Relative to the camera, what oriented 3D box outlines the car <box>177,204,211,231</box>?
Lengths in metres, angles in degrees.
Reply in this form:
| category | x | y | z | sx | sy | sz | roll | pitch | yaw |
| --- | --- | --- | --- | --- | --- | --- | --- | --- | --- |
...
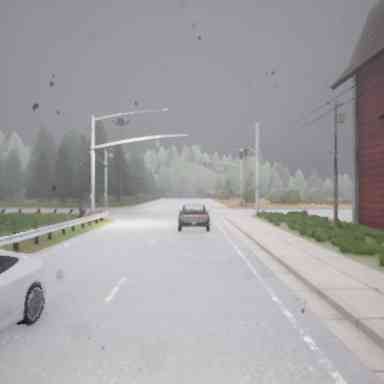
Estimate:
| category | x | y | z | sx | sy | sz | roll | pitch | yaw |
| --- | --- | --- | --- | --- | --- | --- | --- | --- | --- |
| car | 0.112 | 1.454 | 20.070 | 2.128 | 1.511 | 4.902 | 0 | 0 | 0 |

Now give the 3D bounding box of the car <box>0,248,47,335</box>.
| category | x | y | z | sx | sy | sz | roll | pitch | yaw |
| --- | --- | --- | --- | --- | --- | --- | --- | --- | --- |
| car | -3.560 | 1.517 | 4.349 | 1.812 | 1.442 | 4.674 | 0 | 0 | 0 |
